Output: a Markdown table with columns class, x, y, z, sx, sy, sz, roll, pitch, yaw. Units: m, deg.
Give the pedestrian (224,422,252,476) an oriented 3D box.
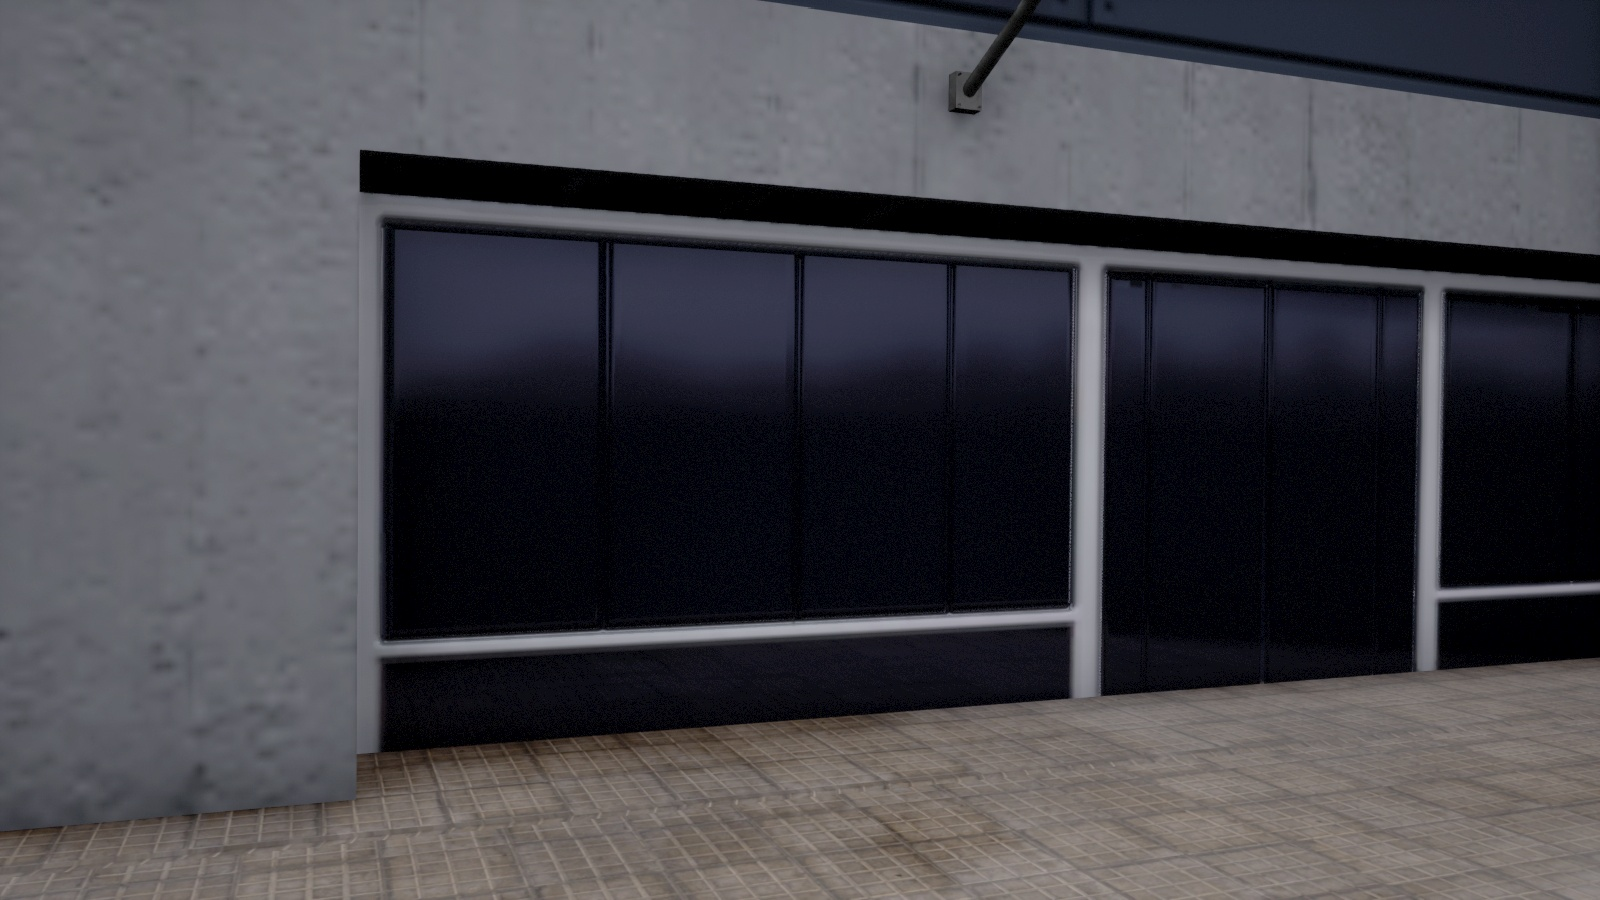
| class | x | y | z | sx | sy | sz | roll | pitch | yaw |
| --- | --- | --- | --- | --- | --- | --- | --- | --- | --- |
| pedestrian | -19.670 | -0.050 | 43.960 | 0.849 | 1.883 | 0.563 | -1 | 1 | -26 |
